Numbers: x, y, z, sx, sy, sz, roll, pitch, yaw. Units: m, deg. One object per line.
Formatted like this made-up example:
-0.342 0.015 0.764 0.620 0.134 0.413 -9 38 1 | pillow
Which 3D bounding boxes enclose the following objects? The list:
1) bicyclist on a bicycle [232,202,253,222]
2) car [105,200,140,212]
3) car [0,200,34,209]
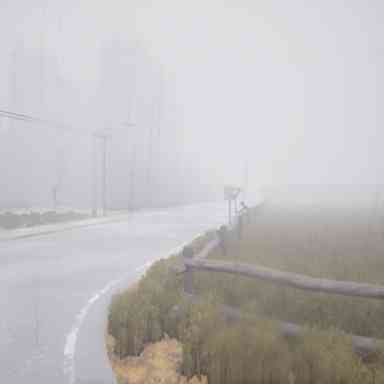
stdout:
3.432 1.451 21.767 1.656 1.620 0.582 0 0 15 | bicyclist on a bicycle
-8.126 1.572 38.696 4.181 1.385 1.994 0 0 14 | car
-22.707 1.616 42.343 4.718 1.301 1.895 0 0 14 | car
